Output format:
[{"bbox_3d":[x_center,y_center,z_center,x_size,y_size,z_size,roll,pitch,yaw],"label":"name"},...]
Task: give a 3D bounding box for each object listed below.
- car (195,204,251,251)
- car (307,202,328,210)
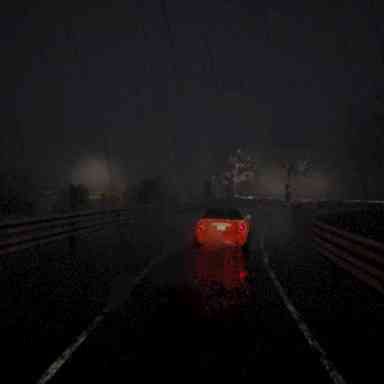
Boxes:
[{"bbox_3d":[1.493,1.384,14.645,2.097,1.767,4.553,1,0,10],"label":"car"},{"bbox_3d":[20.584,2.276,54.461,1.895,1.301,4.718,2,0,45],"label":"car"}]
